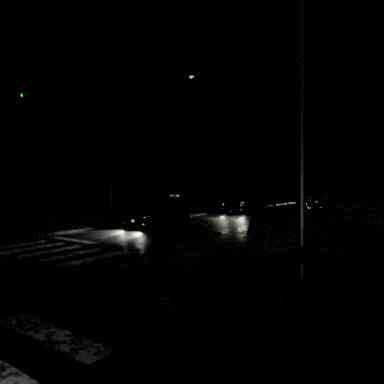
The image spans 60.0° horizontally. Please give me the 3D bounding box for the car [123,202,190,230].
[{"bbox_3d":[-1.905,1.275,18.824,1.994,1.385,4.181,0,1,35],"label":"car"}]

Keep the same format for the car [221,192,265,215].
[{"bbox_3d":[4.286,0.886,27.467,2.097,1.767,4.553,0,1,36],"label":"car"}]

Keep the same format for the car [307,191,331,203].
[{"bbox_3d":[17.627,0.679,45.940,1.837,1.490,4.892,0,1,36],"label":"car"}]

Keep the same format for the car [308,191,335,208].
[{"bbox_3d":[13.754,0.919,35.187,1.994,1.385,4.181,0,1,36],"label":"car"}]
